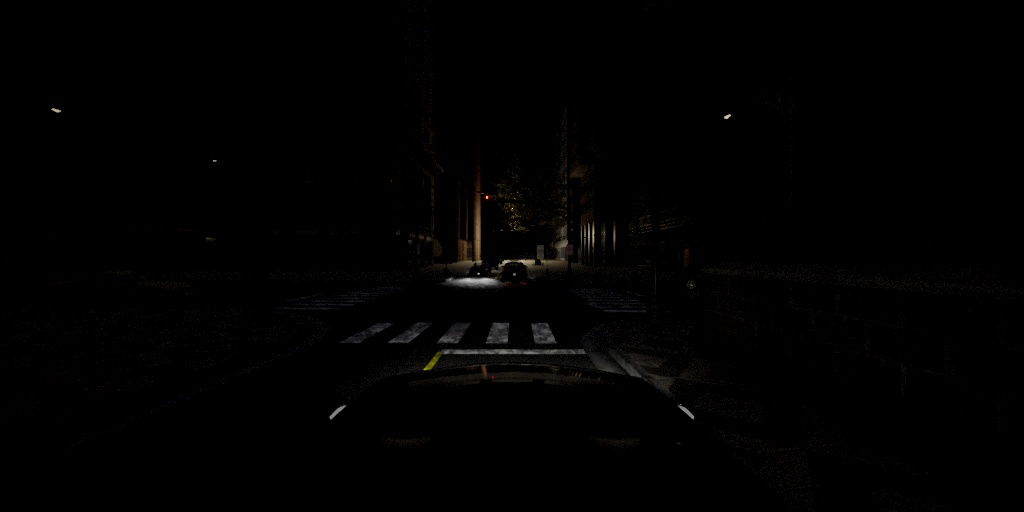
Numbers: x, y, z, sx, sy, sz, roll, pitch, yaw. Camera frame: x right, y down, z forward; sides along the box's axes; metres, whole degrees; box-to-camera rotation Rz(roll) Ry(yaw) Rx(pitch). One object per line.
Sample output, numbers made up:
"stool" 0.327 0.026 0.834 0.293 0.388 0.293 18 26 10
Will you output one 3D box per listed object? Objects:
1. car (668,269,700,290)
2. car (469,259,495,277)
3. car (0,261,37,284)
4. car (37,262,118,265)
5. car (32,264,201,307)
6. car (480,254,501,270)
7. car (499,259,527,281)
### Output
"car" 11.988 1.380 22.148 4.403 1.370 2.007 0 0 1
"car" -2.997 1.274 34.437 1.895 1.301 4.718 0 0 0
"car" -31.863 0.973 22.545 4.507 1.381 1.888 0 0 1
"car" -26.245 1.064 22.494 4.313 1.339 1.948 0 0 1
"car" -14.902 1.146 13.866 4.829 1.417 1.751 0 0 1
"car" -2.963 0.801 47.978 2.150 2.045 5.566 0 1 -1
"car" 0.186 1.182 29.013 1.882 1.535 5.008 0 0 0
